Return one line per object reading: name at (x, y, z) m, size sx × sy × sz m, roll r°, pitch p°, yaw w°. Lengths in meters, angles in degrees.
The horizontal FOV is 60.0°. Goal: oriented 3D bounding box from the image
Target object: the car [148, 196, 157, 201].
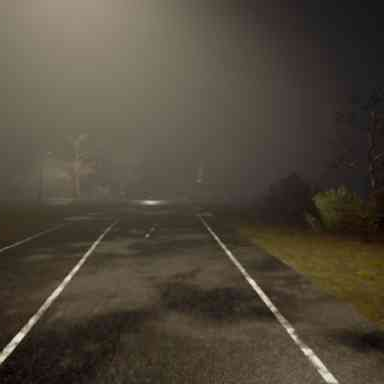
car at (-9.978, 1.729, 84.129) m, size 1.882 × 1.535 × 5.008 m, roll 0°, pitch 0°, yaw -2°
